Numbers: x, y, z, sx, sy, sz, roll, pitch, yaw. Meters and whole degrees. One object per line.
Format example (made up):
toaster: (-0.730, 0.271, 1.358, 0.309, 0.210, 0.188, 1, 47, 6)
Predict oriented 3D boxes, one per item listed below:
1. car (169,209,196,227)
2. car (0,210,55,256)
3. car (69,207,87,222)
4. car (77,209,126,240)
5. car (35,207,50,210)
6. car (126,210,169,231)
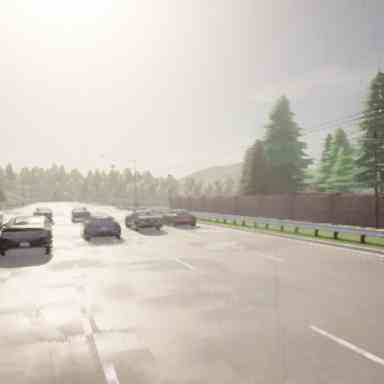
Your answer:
car: (-1.211, 2.119, 27.649, 1.994, 1.385, 4.181, 0, -1, -23)
car: (-7.209, 1.796, 14.737, 2.128, 1.511, 4.902, 0, -1, -23)
car: (-11.509, 2.243, 34.152, 2.033, 1.411, 5.357, 0, -1, -23)
car: (-5.474, 1.965, 19.680, 1.994, 1.385, 4.181, 0, -1, -23)
car: (-14.744, 2.220, 32.816, 2.033, 1.411, 5.357, 0, -1, -23)
car: (-3.663, 2.041, 24.439, 2.033, 1.411, 5.357, 0, -1, -23)
